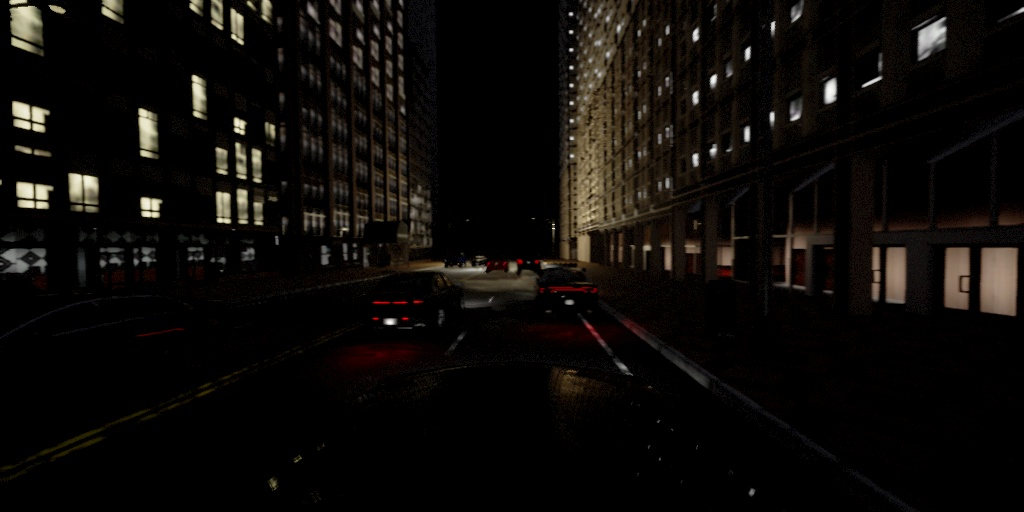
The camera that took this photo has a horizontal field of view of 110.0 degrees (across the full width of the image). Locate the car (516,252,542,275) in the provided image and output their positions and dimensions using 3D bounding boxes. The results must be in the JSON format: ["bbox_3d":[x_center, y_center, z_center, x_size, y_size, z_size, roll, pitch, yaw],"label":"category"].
[{"bbox_3d":[1.583,0.645,33.501,2.150,2.045,5.566,-1,0,3],"label":"car"}]

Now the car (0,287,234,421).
[{"bbox_3d":[-6.384,1.278,4.867,2.128,1.511,4.902,-1,1,3],"label":"car"}]

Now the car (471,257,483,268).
[{"bbox_3d":[-4.329,0.831,48.263,2.128,1.511,4.902,-1,0,3],"label":"car"}]

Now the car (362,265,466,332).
[{"bbox_3d":[-2.665,1.200,10.583,1.837,1.490,4.892,-1,1,3],"label":"car"}]

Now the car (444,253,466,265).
[{"bbox_3d":[-7.582,0.596,48.244,2.150,2.045,5.566,-1,0,3],"label":"car"}]

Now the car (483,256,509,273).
[{"bbox_3d":[-1.422,0.771,37.228,2.097,1.767,4.553,-1,1,3],"label":"car"}]

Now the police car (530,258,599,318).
[{"bbox_3d":[1.720,1.054,12.579,1.930,1.638,5.238,-1,1,3],"label":"police car"}]

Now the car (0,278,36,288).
[{"bbox_3d":[-9.628,1.170,5.095,2.097,1.767,4.553,-1,1,3],"label":"car"}]
